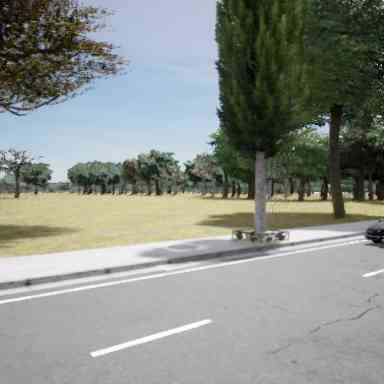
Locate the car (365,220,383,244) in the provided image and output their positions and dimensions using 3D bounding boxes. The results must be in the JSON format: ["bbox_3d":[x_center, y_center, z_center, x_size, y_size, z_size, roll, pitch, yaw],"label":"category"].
[{"bbox_3d":[9.811,1.520,14.678,5.357,1.411,2.033,0,0,-36],"label":"car"}]
